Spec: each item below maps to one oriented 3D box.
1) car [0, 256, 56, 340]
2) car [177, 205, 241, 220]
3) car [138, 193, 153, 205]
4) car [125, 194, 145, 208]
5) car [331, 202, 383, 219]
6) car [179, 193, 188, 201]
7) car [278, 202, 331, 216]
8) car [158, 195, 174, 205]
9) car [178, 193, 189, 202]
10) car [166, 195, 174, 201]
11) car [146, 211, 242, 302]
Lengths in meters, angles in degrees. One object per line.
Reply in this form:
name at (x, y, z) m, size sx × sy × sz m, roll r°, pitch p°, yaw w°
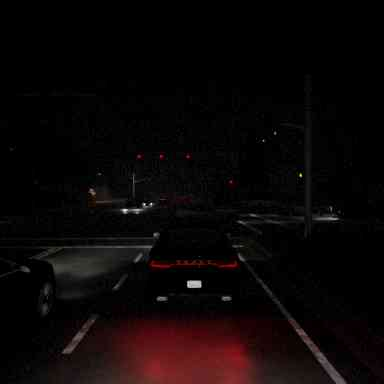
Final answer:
car at (-3.464, 1.491, 4.356) m, size 2.128 × 1.511 × 4.902 m, roll 0°, pitch 0°, yaw 0°
car at (1.175, 1.600, 24.736) m, size 4.718 × 1.301 × 1.895 m, roll 0°, pitch 0°, yaw -3°
car at (-8.492, 1.220, 57.073) m, size 2.150 × 2.045 × 5.566 m, roll 0°, pitch 0°, yaw -1°
car at (-8.264, 1.476, 47.089) m, size 1.882 × 1.535 × 5.008 m, roll 0°, pitch 0°, yaw -1°
car at (14.788, 1.563, 28.911) m, size 4.181 × 1.385 × 1.994 m, roll 0°, pitch 0°, yaw -2°
car at (-2.104, 1.223, 84.943) m, size 2.150 × 2.045 × 5.566 m, roll 0°, pitch 0°, yaw -1°
car at (10.895, 1.600, 32.304) m, size 4.718 × 1.301 × 1.895 m, roll 0°, pitch 0°, yaw -2°
car at (-4.846, 1.490, 58.438) m, size 2.128 × 1.511 × 4.902 m, roll 0°, pitch 0°, yaw -1°
car at (-1.832, 1.223, 74.210) m, size 2.150 × 2.045 × 5.566 m, roll 0°, pitch 0°, yaw -1°
car at (-5.611, 1.537, 85.147) m, size 2.033 × 1.411 × 5.357 m, roll 0°, pitch 0°, yaw -1°
car at (0.009, 1.477, 8.344) m, size 1.882 × 1.535 × 5.008 m, roll 0°, pitch 0°, yaw -1°
